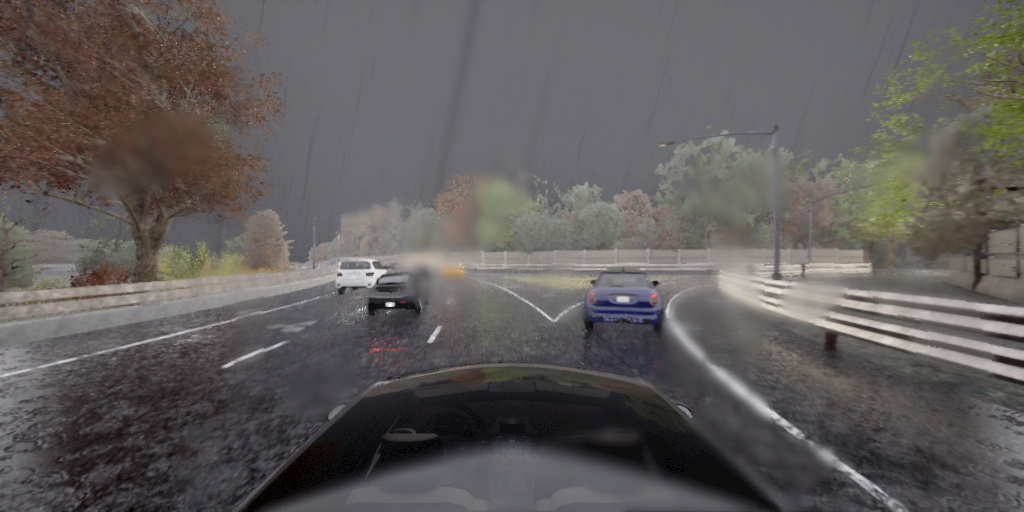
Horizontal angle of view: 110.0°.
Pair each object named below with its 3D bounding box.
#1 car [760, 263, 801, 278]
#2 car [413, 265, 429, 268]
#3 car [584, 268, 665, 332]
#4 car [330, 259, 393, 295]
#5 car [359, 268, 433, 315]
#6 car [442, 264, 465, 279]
[{"bbox_3d":[27.295,1.454,36.519,4.674,1.442,1.812,0,-1,-25],"label":"car"},{"bbox_3d":[-9.214,1.620,36.229,1.837,1.490,4.892,0,-1,-17],"label":"car"},{"bbox_3d":[3.561,1.173,11.432,2.097,1.767,4.553,0,-1,18],"label":"car"},{"bbox_3d":[-9.107,1.207,22.202,2.150,2.045,5.566,0,-1,-10],"label":"car"},{"bbox_3d":[-4.351,1.394,14.360,1.837,1.490,4.892,0,-1,-7],"label":"car"},{"bbox_3d":[-6.297,1.596,38.277,1.882,1.535,5.008,0,-1,-18],"label":"car"}]
